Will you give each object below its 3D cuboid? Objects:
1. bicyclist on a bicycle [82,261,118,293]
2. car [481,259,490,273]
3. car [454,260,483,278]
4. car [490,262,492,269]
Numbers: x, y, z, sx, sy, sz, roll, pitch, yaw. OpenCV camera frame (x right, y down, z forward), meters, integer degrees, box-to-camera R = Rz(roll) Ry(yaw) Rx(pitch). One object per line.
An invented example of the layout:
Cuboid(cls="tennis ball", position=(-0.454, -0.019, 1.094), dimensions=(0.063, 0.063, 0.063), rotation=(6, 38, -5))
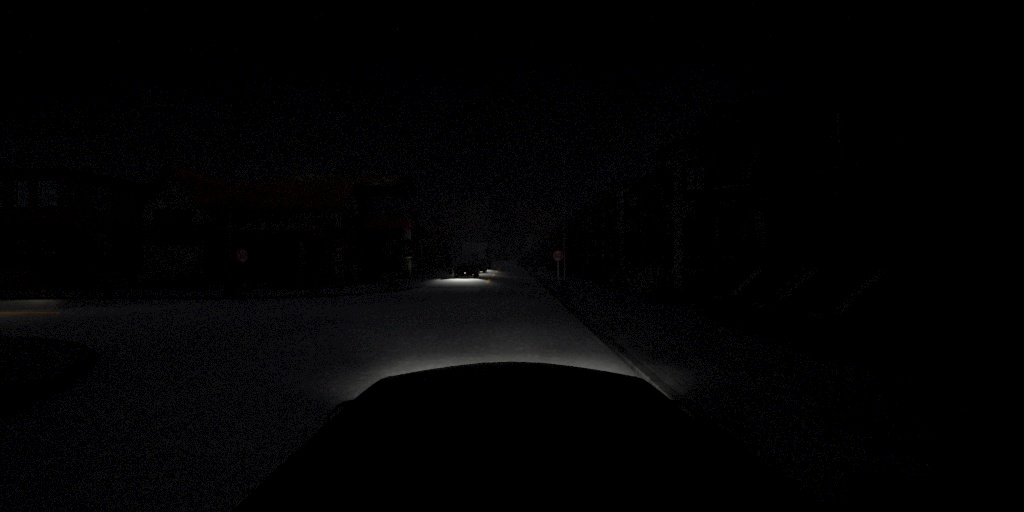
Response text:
Cuboid(cls="bicyclist on a bicycle", position=(-21.604, 1.099, 18.823), dimensions=(0.582, 1.620, 1.656), rotation=(0, 0, 0))
Cuboid(cls="car", position=(-4.151, 1.228, 44.046), dimensions=(1.882, 1.535, 5.008), rotation=(0, 0, 0))
Cuboid(cls="car", position=(-4.148, 1.314, 33.556), dimensions=(1.994, 1.385, 4.181), rotation=(0, 0, 0))
Cuboid(cls="car", position=(-4.129, 1.240, 54.311), dimensions=(2.128, 1.511, 4.902), rotation=(0, 0, 0))
